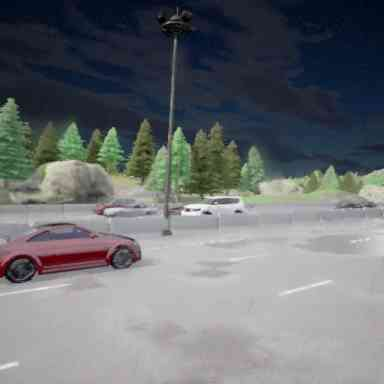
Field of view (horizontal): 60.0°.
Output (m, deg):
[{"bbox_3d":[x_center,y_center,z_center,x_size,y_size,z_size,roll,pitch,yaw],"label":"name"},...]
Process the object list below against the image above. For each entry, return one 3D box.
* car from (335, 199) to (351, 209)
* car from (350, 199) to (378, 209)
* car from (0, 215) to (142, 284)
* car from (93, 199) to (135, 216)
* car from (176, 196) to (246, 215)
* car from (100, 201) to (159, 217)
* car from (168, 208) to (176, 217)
[{"bbox_3d":[26.703,1.998,57.357,4.553,1.767,2.097,2,-1,-35],"label":"car"},{"bbox_3d":[28.464,2.149,54.322,4.892,1.490,1.837,1,-1,-35],"label":"car"},{"bbox_3d":[-3.612,1.593,9.774,4.181,1.385,1.994,0,0,-36],"label":"car"},{"bbox_3d":[-7.467,1.470,33.063,4.553,1.767,2.097,0,0,-35],"label":"car"},{"bbox_3d":[1.869,1.348,26.829,5.566,2.045,2.150,0,0,-35],"label":"car"},{"bbox_3d":[-5.502,1.713,30.168,4.718,1.301,1.895,0,0,-35],"label":"car"},{"bbox_3d":[-0.127,1.695,29.700,4.181,1.385,1.994,0,0,-35],"label":"car"}]
